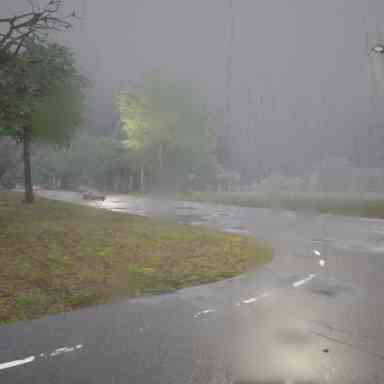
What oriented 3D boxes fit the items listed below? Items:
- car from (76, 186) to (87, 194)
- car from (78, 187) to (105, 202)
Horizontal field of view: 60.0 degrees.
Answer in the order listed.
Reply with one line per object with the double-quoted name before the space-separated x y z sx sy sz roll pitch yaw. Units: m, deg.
"car" -23.021 -0.401 70.773 2.097 1.767 4.553 -1 2 -35
"car" -13.443 0.503 45.184 1.882 1.535 5.008 -1 2 -35
